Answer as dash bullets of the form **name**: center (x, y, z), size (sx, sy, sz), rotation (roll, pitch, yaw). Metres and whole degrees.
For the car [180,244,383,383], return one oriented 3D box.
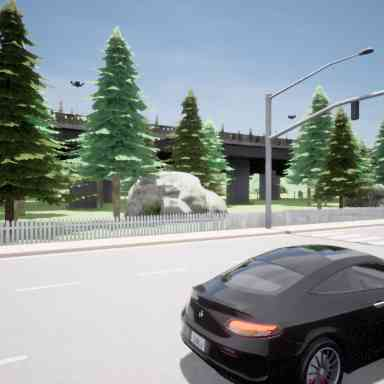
- **car**: center (2.082, 1.526, 4.908), size (4.674, 1.442, 1.812), rotation (0, 0, -29)
